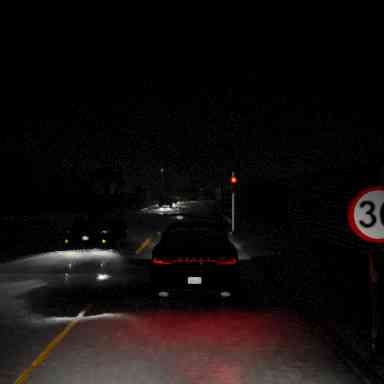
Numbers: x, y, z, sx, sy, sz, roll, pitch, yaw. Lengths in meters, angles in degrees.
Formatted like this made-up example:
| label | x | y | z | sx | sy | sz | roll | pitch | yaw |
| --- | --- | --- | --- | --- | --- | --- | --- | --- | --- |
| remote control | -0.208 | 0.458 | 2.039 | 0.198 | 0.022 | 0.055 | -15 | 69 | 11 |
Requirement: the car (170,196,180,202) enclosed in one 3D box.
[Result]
| label | x | y | z | sx | sy | sz | roll | pitch | yaw |
| --- | --- | --- | --- | --- | --- | --- | --- | --- | --- |
| car | -3.807 | 1.582 | 75.453 | 1.895 | 1.301 | 4.718 | 0 | 0 | 0 |

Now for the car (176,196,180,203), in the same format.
| label | x | y | z | sx | sy | sz | roll | pitch | yaw |
| --- | --- | --- | --- | --- | --- | --- | --- | --- | --- |
| car | -3.896 | 1.481 | 62.996 | 2.128 | 1.511 | 4.902 | 0 | 0 | 1 |

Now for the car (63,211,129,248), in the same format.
| label | x | y | z | sx | sy | sz | roll | pitch | yaw |
| --- | --- | --- | --- | --- | --- | --- | --- | --- | --- |
| car | -4.063 | 1.561 | 14.634 | 1.994 | 1.385 | 4.181 | 0 | 0 | 0 |

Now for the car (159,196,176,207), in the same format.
| label | x | y | z | sx | sy | sz | roll | pitch | yaw |
| --- | --- | --- | --- | --- | --- | --- | --- | --- | --- |
| car | -3.965 | 1.482 | 50.921 | 2.128 | 1.511 | 4.902 | 0 | 0 | 0 |

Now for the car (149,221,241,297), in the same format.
| label | x | y | z | sx | sy | sz | roll | pitch | yaw |
| --- | --- | --- | --- | --- | --- | --- | --- | --- | --- |
| car | 0.073 | 1.476 | 8.600 | 1.882 | 1.535 | 5.008 | 0 | 0 | 1 |

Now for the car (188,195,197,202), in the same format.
| label | x | y | z | sx | sy | sz | roll | pitch | yaw |
| --- | --- | --- | --- | --- | --- | --- | --- | --- | --- |
| car | 0.182 | 1.326 | 71.375 | 1.812 | 1.442 | 4.674 | 0 | 0 | 0 |
